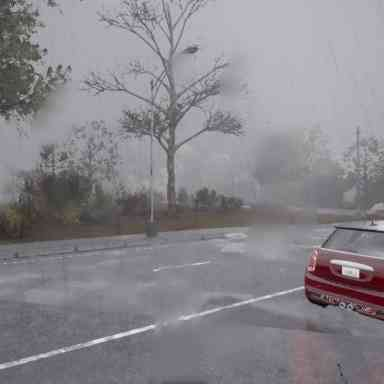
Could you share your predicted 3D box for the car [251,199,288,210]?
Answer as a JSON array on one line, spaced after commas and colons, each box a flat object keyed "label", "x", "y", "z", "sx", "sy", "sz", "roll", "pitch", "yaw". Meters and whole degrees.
[{"label": "car", "x": 9.693, "y": 1.567, "z": 42.416, "sx": 2.033, "sy": 1.411, "sz": 5.357, "roll": 0, "pitch": 0, "yaw": -28}]

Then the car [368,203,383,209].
[{"label": "car", "x": 13.353, "y": 1.478, "z": 22.771, "sx": 1.882, "sy": 1.535, "sz": 5.008, "roll": 1, "pitch": 1, "yaw": 45}]

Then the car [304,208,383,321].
[{"label": "car", "x": 4.396, "y": 1.352, "z": 6.747, "sx": 4.553, "sy": 1.767, "sz": 2.097, "roll": 0, "pitch": 0, "yaw": -34}]

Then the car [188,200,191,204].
[{"label": "car", "x": 0.174, "y": 1.659, "z": 62.479, "sx": 1.882, "sy": 1.535, "sz": 5.008, "roll": 0, "pitch": -1, "yaw": -23}]
